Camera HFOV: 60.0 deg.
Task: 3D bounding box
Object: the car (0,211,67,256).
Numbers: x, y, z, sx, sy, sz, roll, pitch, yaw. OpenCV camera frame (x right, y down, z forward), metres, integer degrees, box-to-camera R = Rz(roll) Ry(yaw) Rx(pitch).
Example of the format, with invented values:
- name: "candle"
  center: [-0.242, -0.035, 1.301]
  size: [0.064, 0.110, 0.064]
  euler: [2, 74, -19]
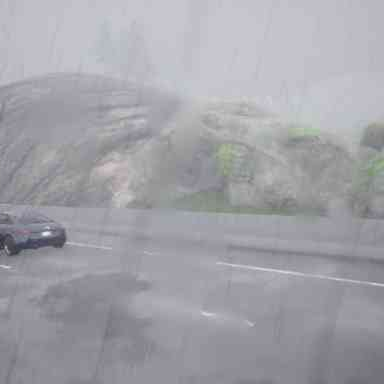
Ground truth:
- name: "car"
  center: [-6.672, 1.413, 12.542]
  size: [4.181, 1.385, 1.994]
  euler: [0, 1, 34]
